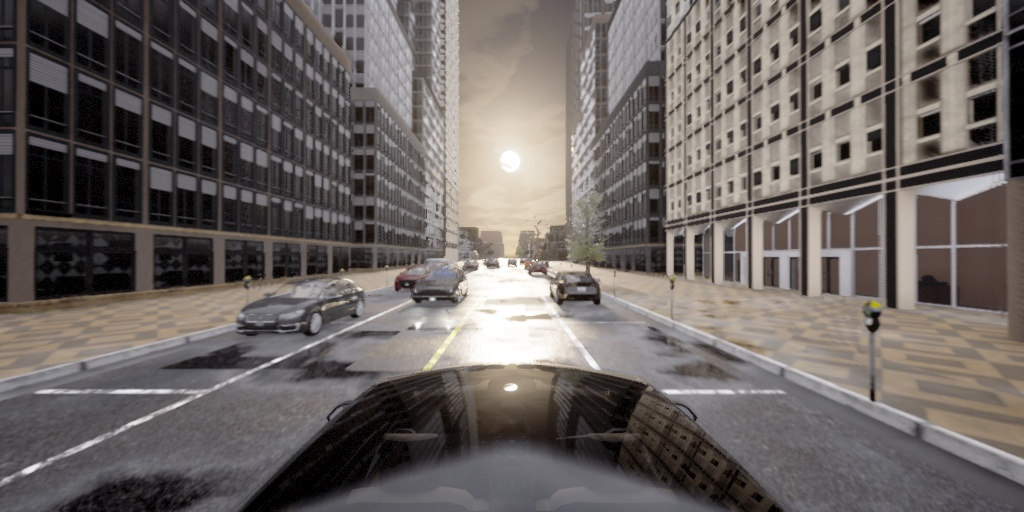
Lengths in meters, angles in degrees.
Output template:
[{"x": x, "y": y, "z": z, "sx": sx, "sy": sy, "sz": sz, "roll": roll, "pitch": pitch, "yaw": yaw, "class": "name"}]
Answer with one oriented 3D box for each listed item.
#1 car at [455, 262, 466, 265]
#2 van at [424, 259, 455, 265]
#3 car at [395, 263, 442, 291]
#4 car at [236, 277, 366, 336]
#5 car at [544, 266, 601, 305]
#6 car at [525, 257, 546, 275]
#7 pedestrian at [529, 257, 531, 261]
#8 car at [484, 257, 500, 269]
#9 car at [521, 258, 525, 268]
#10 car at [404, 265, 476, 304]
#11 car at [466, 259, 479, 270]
[{"x": -5.676, "y": 1.333, "z": 33.030, "sx": 1.802, "sy": 1.307, "sz": 4.207, "roll": 0, "pitch": 0, "yaw": 0, "class": "car"}, {"x": -5.679, "y": 1.093, "z": 27.337, "sx": 1.690, "sy": 1.789, "sz": 3.998, "roll": 0, "pitch": 0, "yaw": 0, "class": "van"}, {"x": -5.681, "y": 1.297, "z": 21.645, "sx": 1.888, "sy": 1.381, "sz": 4.507, "roll": 0, "pitch": 0, "yaw": 0, "class": "car"}, {"x": -5.687, "y": 1.302, "z": 10.260, "sx": 2.007, "sy": 1.370, "sz": 4.403, "roll": 0, "pitch": 0, "yaw": 0, "class": "car"}, {"x": 2.697, "y": 1.317, "z": 15.936, "sx": 1.948, "sy": 1.339, "sz": 4.313, "roll": 0, "pitch": 0, "yaw": 0, "class": "car"}, {"x": 2.707, "y": 1.189, "z": 38.703, "sx": 1.967, "sy": 1.591, "sz": 4.097, "roll": 0, "pitch": 0, "yaw": 0, "class": "car"}, {"x": 3.026, "y": 1.035, "z": 59.819, "sx": 0.375, "sy": 1.860, "sz": 0.375, "roll": 0, "pitch": 0, "yaw": -2, "class": "pedestrian"}, {"x": -3.028, "y": 1.095, "z": 57.356, "sx": 2.097, "sy": 1.767, "sz": 4.553, "roll": 0, "pitch": 0, "yaw": 1, "class": "car"}, {"x": 3.024, "y": 1.094, "z": 57.008, "sx": 2.097, "sy": 1.767, "sz": 4.553, "roll": 0, "pitch": 0, "yaw": 0, "class": "car"}, {"x": -3.095, "y": 1.299, "z": 16.617, "sx": 2.033, "sy": 1.411, "sz": 5.357, "roll": 0, "pitch": 0, "yaw": 0, "class": "car"}, {"x": -5.669, "y": 1.186, "z": 50.105, "sx": 1.967, "sy": 1.591, "sz": 4.097, "roll": 0, "pitch": 0, "yaw": 0, "class": "car"}]
